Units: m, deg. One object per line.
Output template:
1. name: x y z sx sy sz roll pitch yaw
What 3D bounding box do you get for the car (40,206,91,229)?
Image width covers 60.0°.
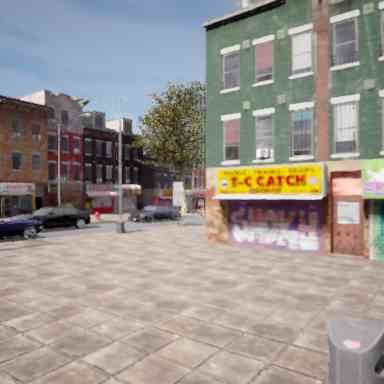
1. car: -8.865 1.654 21.186 1.882 1.535 5.008 0 -1 35

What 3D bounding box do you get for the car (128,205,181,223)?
1. car: -3.149 1.874 29.287 2.033 1.411 5.357 0 -1 35

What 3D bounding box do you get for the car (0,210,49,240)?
1. car: -9.514 1.698 15.545 1.895 1.301 4.718 0 -1 30

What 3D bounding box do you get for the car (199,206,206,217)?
1. car: 2.727 1.870 37.637 2.097 1.767 4.553 0 -1 34
